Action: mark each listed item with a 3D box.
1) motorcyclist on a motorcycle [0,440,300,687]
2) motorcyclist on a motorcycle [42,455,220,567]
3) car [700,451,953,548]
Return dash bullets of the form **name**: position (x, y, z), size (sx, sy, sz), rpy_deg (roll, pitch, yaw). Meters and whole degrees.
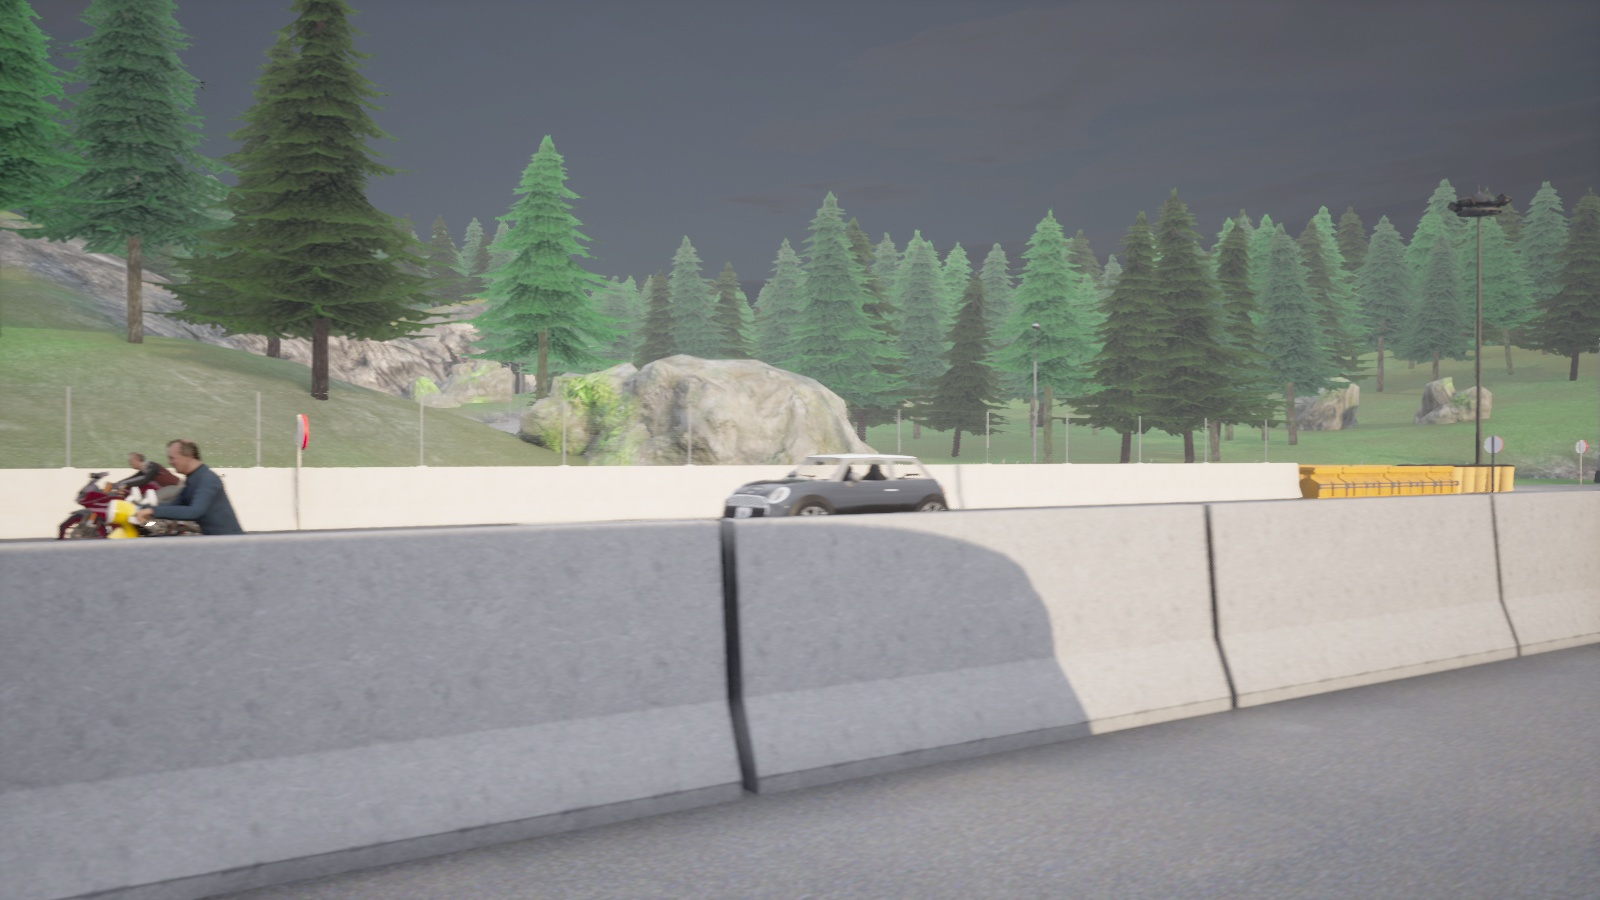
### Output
- **motorcyclist on a motorcycle**: position (-4.631, 0.730, 8.965), size (1.817, 1.590, 0.866), rpy_deg (0, 0, -35)
- **motorcyclist on a motorcycle**: position (-9.698, 0.845, 18.230), size (2.191, 1.530, 0.866), rpy_deg (0, 0, -35)
- **car**: position (0.471, 0.761, 21.045), size (3.806, 1.475, 1.970), rpy_deg (0, 0, -35)
